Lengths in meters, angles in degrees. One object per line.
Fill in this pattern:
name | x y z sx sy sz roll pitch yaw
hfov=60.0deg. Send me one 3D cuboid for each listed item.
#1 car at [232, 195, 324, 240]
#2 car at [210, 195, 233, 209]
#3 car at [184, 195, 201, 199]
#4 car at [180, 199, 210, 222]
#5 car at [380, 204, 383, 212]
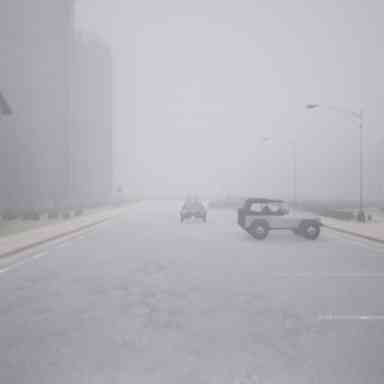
car | 4.077 1.219 15.864 3.866 1.878 1.905 0 0 1
car | 4.216 1.244 40.070 4.611 1.667 2.242 0 0 1
car | 0.099 1.105 41.891 2.097 1.767 4.553 0 0 0
car | 0.096 1.454 24.879 1.895 1.301 4.718 0 0 0
car | 17.389 1.156 25.978 4.605 1.855 1.932 0 0 1
